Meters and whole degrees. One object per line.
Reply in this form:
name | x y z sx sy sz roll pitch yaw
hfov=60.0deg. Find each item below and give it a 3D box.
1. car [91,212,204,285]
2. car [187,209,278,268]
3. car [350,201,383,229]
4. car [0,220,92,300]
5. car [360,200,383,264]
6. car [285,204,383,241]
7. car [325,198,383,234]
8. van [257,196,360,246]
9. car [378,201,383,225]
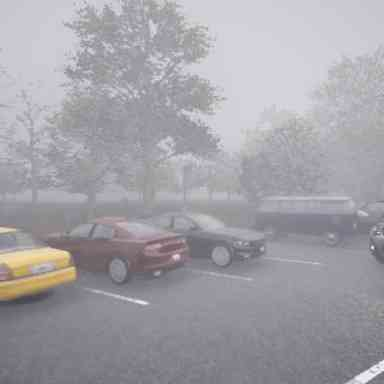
car | -2.407 1.461 9.473 5.008 1.535 2.097 -1 0 35
car | 0.020 1.440 11.199 5.008 1.535 2.097 -1 -1 35
car | 12.276 1.341 19.582 5.008 1.535 2.097 -1 0 36
car | -4.988 1.482 7.866 5.366 1.575 1.946 -1 0 34
car | 7.777 1.132 10.198 5.566 2.045 2.150 -1 0 -34
car | 7.351 1.378 16.267 5.008 1.535 2.097 -1 -1 35
car | 9.831 1.233 17.905 4.553 1.767 2.185 -1 0 36
van | 4.799 1.174 14.644 4.442 1.987 1.878 -1 0 35
car | 14.770 1.353 21.220 4.792 1.488 2.163 -1 -1 36
